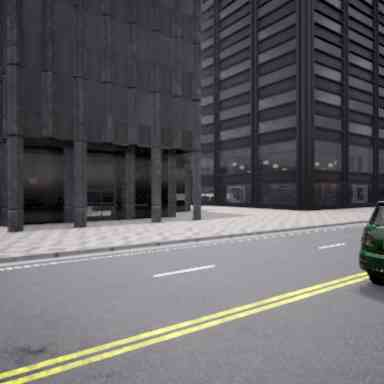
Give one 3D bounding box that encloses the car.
[{"bbox_3d":[6.322,1.184,8.023,5.566,2.045,2.150,1,-1,-34],"label":"car"}]
